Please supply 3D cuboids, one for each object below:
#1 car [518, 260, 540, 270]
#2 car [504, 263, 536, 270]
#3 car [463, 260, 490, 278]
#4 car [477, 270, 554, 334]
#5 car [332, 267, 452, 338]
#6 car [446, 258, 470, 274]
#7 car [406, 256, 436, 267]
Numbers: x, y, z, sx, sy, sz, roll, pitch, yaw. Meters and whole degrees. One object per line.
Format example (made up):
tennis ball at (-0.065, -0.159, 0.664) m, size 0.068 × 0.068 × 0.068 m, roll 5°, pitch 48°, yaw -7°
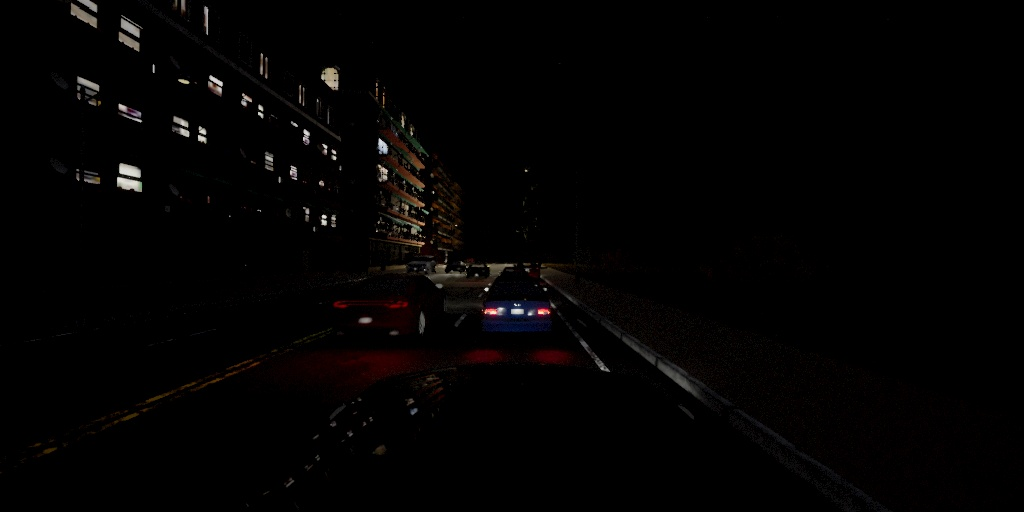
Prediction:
car at (1.189, 1.105, 29.851) m, size 2.097 × 1.767 × 4.553 m, roll 0°, pitch 0°, yaw 0°
car at (0.129, 1.317, 20.916) m, size 1.994 × 1.385 × 4.181 m, roll 0°, pitch 0°, yaw 1°
car at (-3.090, 1.355, 33.674) m, size 1.895 × 1.301 × 4.718 m, roll 0°, pitch 0°, yaw 0°
car at (0.117, 1.299, 10.583) m, size 2.033 × 1.411 × 5.357 m, roll 0°, pitch 0°, yaw 0°
car at (-3.136, 1.229, 10.152) m, size 1.882 × 1.535 × 5.008 m, roll 0°, pitch 0°, yaw 0°
car at (-6.525, 1.301, 41.817) m, size 2.033 × 1.411 × 5.357 m, roll 0°, pitch 0°, yaw 0°
car at (-9.781, 0.975, 39.048) m, size 2.150 × 2.045 × 5.566 m, roll 0°, pitch 0°, yaw 0°
